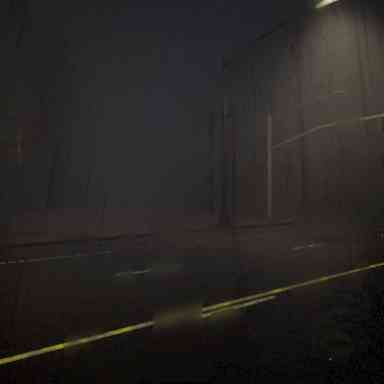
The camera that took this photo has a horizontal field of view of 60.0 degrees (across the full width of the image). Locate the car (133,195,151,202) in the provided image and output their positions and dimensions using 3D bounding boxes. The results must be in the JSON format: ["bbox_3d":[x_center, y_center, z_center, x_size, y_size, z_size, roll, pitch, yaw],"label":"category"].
[{"bbox_3d":[-10.798,1.457,71.737,1.812,1.442,4.674,0,0,-36],"label":"car"}]

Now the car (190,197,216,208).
[{"bbox_3d":[1.528,1.532,48.382,1.812,1.442,4.674,0,0,-36],"label":"car"}]

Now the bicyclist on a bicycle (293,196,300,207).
[{"bbox_3d":[15.164,1.331,48.208,1.656,1.620,0.582,0,0,-36],"label":"bicyclist on a bicycle"}]

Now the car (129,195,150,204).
[{"bbox_3d":[-10.631,1.485,65.496,2.128,1.511,4.902,0,0,-36],"label":"car"}]

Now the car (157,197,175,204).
[{"bbox_3d":[-4.972,1.561,63.698,1.994,1.385,4.181,0,0,-35],"label":"car"}]
